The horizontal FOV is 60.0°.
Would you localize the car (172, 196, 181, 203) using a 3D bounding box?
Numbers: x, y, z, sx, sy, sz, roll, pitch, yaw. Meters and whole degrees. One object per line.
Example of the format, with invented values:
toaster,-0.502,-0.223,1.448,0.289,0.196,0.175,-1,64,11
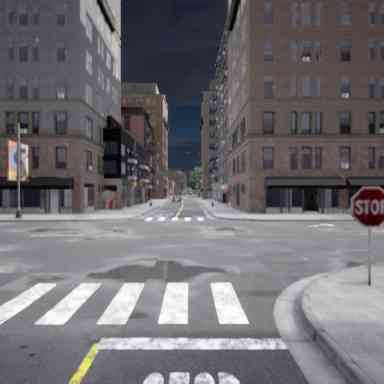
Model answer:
car,-3.162,1.485,69.115,2.128,1.511,4.902,0,0,-2
